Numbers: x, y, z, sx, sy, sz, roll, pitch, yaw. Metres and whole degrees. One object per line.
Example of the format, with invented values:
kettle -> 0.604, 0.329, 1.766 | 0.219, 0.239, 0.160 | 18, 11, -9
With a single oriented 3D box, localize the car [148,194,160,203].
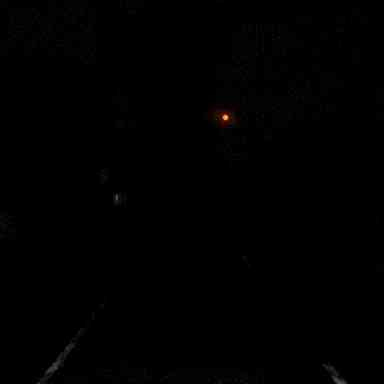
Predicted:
car -> -7.135, 1.255, 62.869 | 1.837, 1.490, 4.892 | 0, 1, -1
